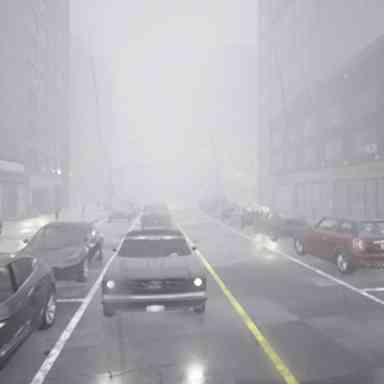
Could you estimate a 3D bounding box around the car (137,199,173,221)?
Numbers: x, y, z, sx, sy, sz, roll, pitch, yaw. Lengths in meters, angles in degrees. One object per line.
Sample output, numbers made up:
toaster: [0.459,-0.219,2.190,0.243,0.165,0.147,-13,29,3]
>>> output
car: [-2.339,1.476,21.790,1.882,1.535,5.008,0,0,-6]

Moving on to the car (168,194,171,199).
car: [-4.995,1.615,92.826,1.802,1.307,4.206,0,0,-8]

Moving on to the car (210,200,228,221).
car: [2.962,1.567,27.059,1.947,1.339,4.313,0,0,-6]

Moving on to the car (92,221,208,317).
car: [-0.853,1.600,7.650,1.895,1.301,4.718,0,0,-6]

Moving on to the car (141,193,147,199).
car: [-13.445,1.469,91.693,1.967,1.590,4.097,0,0,-8]

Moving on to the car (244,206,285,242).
car: [4.201,1.552,16.082,2.008,1.369,4.403,0,0,-6]

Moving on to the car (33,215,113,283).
car: [-3.651,1.564,9.625,1.947,1.339,4.313,0,0,-6]

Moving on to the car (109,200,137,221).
car: [-5.509,1.578,26.096,1.802,1.307,4.206,0,0,-6]

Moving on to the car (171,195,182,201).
car: [-3.481,1.463,81.618,1.967,1.590,4.097,0,0,-8]

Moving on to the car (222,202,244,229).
car: [3.581,1.552,21.570,2.008,1.369,4.403,0,0,-6]

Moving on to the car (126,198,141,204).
car: [-6.129,1.562,31.586,1.947,1.339,4.313,0,0,-6]

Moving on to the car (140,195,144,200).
car: [-6.748,1.436,37.076,1.967,1.590,4.097,0,0,-6]

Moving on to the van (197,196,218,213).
van: [1.724,1.341,38.037,1.690,1.788,3.998,0,0,-6]

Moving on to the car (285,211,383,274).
car: [4.820,1.442,10.593,1.967,1.590,4.097,0,0,-6]

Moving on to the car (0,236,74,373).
car: [-3.032,1.564,4.134,1.947,1.339,4.313,0,0,-6]

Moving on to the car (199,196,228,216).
car: [2.343,1.315,32.548,2.192,1.841,5.009,0,0,-6]
